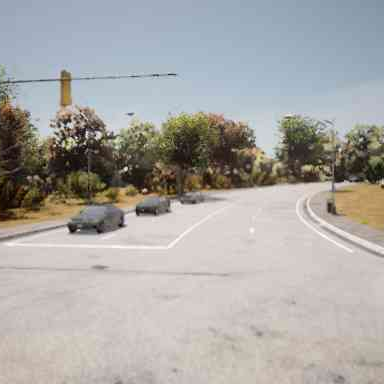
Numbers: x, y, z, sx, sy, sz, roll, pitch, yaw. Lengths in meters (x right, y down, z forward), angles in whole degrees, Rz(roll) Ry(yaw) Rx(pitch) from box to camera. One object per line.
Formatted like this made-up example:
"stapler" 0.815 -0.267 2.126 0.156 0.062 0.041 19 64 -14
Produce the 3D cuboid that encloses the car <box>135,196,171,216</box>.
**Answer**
"car" -3.340 1.133 29.143 1.882 1.535 5.008 0 2 15

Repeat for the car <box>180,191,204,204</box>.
"car" 0.050 0.639 40.456 1.812 1.442 4.674 0 3 19

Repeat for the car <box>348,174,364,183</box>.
"car" 41.477 -3.014 84.085 5.357 1.411 2.033 -5 3 -40

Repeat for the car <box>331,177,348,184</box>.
"car" 37.109 -2.864 84.824 4.674 1.442 1.812 -5 3 -42

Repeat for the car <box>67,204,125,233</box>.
"car" -5.347 1.437 19.280 1.812 1.442 4.674 0 1 10
